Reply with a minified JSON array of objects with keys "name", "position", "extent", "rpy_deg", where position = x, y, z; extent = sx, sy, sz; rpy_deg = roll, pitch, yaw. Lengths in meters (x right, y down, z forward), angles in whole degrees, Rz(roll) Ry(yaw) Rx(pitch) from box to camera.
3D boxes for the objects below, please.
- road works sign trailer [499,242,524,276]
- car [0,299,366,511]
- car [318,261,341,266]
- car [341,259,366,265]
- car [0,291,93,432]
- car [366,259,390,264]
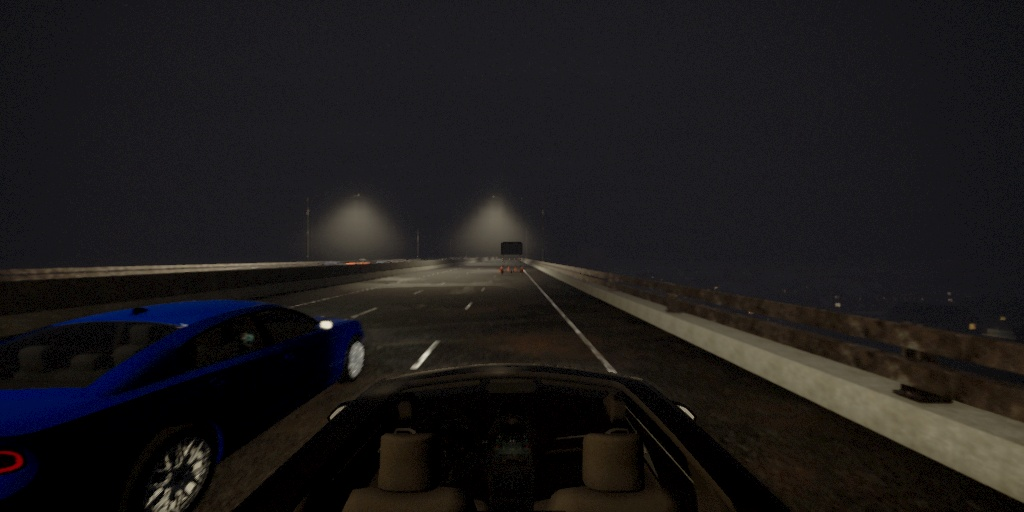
[{"name":"road works sign trailer","position":[-0.007,0.273,37.770],"extent":[2.380,3.560,2.880],"rpy_deg":[0,0,0]},{"name":"car","position":[-3.399,1.232,4.095],"extent":[1.882,1.535,5.008],"rpy_deg":[0,0,0]},{"name":"car","position":[-24.534,1.369,49.025],"extent":[2.033,1.411,5.357],"rpy_deg":[0,0,1]},{"name":"car","position":[-21.045,1.174,49.212],"extent":[2.097,1.767,4.553],"rpy_deg":[0,0,1]},{"name":"car","position":[-6.899,1.242,2.536],"extent":[2.128,1.511,4.902],"rpy_deg":[0,0,0]},{"name":"car","position":[-17.546,1.369,49.055],"extent":[2.033,1.411,5.357],"rpy_deg":[0,0,1]}]
